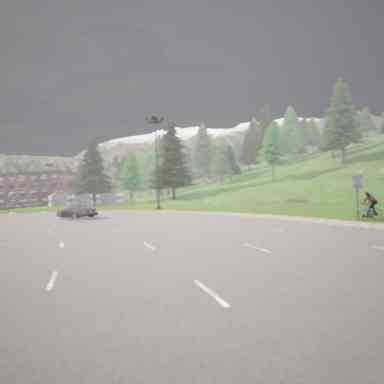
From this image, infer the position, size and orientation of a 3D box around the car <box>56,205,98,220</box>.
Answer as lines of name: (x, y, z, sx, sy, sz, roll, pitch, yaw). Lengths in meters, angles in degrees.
car: (-11.842, 2.045, 34.112, 5.357, 1.411, 2.033, -3, 0, 40)

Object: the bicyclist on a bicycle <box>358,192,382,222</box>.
bicyclist on a bicycle: (9.662, 0.799, 18.083, 1.656, 1.620, 0.582, -3, 0, -19)
